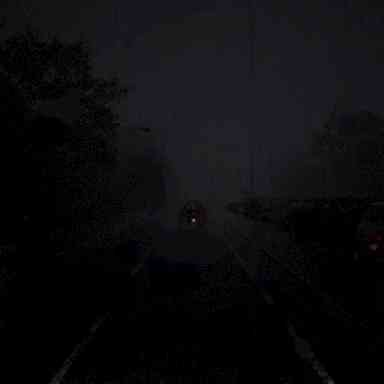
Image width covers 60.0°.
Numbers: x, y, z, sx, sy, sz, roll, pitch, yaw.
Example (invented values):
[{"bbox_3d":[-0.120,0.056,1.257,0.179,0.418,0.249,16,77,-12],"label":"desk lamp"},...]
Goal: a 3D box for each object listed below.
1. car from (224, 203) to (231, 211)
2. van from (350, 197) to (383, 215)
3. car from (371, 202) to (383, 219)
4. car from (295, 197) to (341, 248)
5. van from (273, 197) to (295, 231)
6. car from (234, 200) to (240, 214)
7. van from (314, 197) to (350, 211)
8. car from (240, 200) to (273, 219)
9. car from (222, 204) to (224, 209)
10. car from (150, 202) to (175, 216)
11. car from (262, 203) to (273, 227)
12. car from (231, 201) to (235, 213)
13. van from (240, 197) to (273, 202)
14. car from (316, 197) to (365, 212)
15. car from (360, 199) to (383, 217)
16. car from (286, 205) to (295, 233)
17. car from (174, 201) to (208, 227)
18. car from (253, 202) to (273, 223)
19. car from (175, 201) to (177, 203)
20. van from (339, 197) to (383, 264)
[{"bbox_3d":[7.079,1.575,40.110,5.566,2.045,2.435,0,-1,0],"label":"car"},{"bbox_3d":[20.299,1.559,37.107,4.442,1.987,1.878,0,-1,0],"label":"van"},{"bbox_3d":[20.168,1.711,31.690,5.008,1.535,2.097,0,-1,0],"label":"car"},{"bbox_3d":[7.090,1.211,12.366,5.566,2.045,2.435,0,0,0],"label":"car"},{"bbox_3d":[6.954,1.297,17.902,4.442,1.987,1.878,0,-1,0],"label":"van"},{"bbox_3d":[7.101,1.791,34.554,4.674,1.452,2.002,0,-1,0],"label":"car"},{"bbox_3d":[20.318,1.737,48.305,4.442,1.987,1.878,0,-1,0],"label":"van"},{"bbox_3d":[7.095,1.675,29.002,5.008,1.535,2.097,0,-1,0],"label":"car"},{"bbox_3d":[7.123,1.912,45.654,5.008,1.535,2.097,0,-1,0],"label":"car"},{"bbox_3d":[-3.326,1.828,35.733,2.033,1.411,5.357,0,-1,0],"label":"car"},{"bbox_3d":[7.078,1.601,20.674,4.674,1.452,2.002,0,-1,0],"label":"car"},{"bbox_3d":[7.132,1.818,37.329,4.792,1.488,2.163,0,-1,0],"label":"car"},{"bbox_3d":[7.210,1.487,31.782,4.442,1.987,1.878,0,-1,0],"label":"van"},{"bbox_3d":[20.224,1.655,45.414,5.566,2.045,2.435,0,-1,0],"label":"car"},{"bbox_3d":[20.146,1.622,34.337,4.553,1.767,2.185,0,-1,0],"label":"car"},{"bbox_3d":[7.096,1.515,15.117,4.792,1.488,2.163,0,0,0],"label":"car"},{"bbox_3d":[0.110,1.619,23.593,2.128,1.511,4.902,0,-1,0],"label":"car"},{"bbox_3d":[7.050,1.629,23.452,4.792,1.488,2.163,0,-1,0],"label":"car"},{"bbox_3d":[-3.182,2.706,76.211,1.994,1.385,4.181,0,-2,0],"label":"car"},{"bbox_3d":[6.941,1.244,9.590,4.442,1.987,1.878,0,0,0],"label":"van"}]
